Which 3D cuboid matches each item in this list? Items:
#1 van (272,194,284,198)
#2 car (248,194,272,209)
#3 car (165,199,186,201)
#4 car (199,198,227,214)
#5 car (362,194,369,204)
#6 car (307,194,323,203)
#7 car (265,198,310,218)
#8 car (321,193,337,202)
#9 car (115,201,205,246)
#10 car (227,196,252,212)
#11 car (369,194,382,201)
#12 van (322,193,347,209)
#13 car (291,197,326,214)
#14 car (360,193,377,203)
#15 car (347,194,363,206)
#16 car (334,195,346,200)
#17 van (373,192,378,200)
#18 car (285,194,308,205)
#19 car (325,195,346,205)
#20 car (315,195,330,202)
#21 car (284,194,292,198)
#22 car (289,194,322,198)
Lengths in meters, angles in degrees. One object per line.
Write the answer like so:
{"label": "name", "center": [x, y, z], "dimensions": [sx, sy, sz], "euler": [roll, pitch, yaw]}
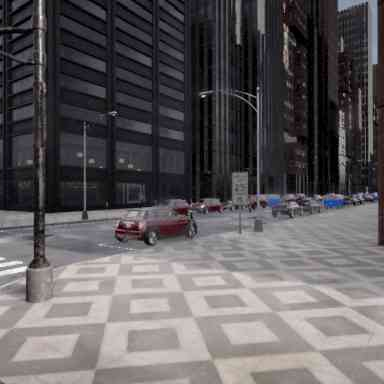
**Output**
{"label": "van", "center": [11.245, 1.248, 47.487], "dimensions": [1.690, 1.788, 3.998], "euler": [0, 0, 36]}
{"label": "car", "center": [7.971, 1.233, 42.933], "dimensions": [2.192, 1.841, 5.009], "euler": [0, 0, 36]}
{"label": "car", "center": [-1.853, 1.397, 29.270], "dimensions": [1.967, 1.590, 4.097], "euler": [0, 0, 36]}
{"label": "car", "center": [1.422, 1.383, 33.824], "dimensions": [1.967, 1.590, 4.097], "euler": [0, 0, 36]}
{"label": "car", "center": [28.001, 1.410, 56.187], "dimensions": [1.947, 1.339, 4.313], "euler": [0, 0, 36]}
{"label": "car", "center": [24.344, 1.305, 65.706], "dimensions": [1.967, 1.590, 4.097], "euler": [0, 0, 36]}
{"label": "car", "center": [8.354, 1.463, 28.862], "dimensions": [2.008, 1.369, 4.403], "euler": [0, 0, 36]}
{"label": "car", "center": [30.893, 1.162, 74.814], "dimensions": [2.192, 1.841, 5.009], "euler": [0, 0, 36]}
{"label": "car", "center": [-1.469, 1.393, 15.200], "dimensions": [1.967, 1.590, 4.097], "euler": [0, 0, 36]}
{"label": "car", "center": [4.697, 1.481, 38.379], "dimensions": [2.008, 1.369, 4.403], "euler": [0, 0, 36]}
{"label": "car", "center": [41.098, 1.248, 74.404], "dimensions": [1.967, 1.590, 4.097], "euler": [0, 0, 36]}
{"label": "van", "center": [18.177, 1.217, 42.524], "dimensions": [1.690, 1.788, 3.998], "euler": [0, 0, 36]}
{"label": "car", "center": [11.629, 1.465, 33.417], "dimensions": [1.947, 1.339, 4.313], "euler": [0, 0, 36]}
{"label": "car", "center": [34.550, 1.370, 65.296], "dimensions": [1.887, 1.381, 4.507], "euler": [0, 0, 36]}
{"label": "car", "center": [24.726, 1.420, 51.633], "dimensions": [1.947, 1.339, 4.313], "euler": [0, 0, 36]}
{"label": "car", "center": [37.443, 1.397, 83.923], "dimensions": [1.947, 1.339, 4.313], "euler": [0, 0, 36]}
{"label": "van", "center": [37.823, 1.157, 69.849], "dimensions": [1.690, 1.788, 3.998], "euler": [0, 0, 36]}
{"label": "car", "center": [17.794, 1.200, 56.596], "dimensions": [2.192, 1.841, 5.009], "euler": [0, 0, 36]}
{"label": "car", "center": [23.713, 1.352, 54.781], "dimensions": [2.128, 1.511, 4.902], "euler": [0, 0, 35]}
{"label": "car", "center": [27.619, 1.407, 70.260], "dimensions": [2.008, 1.369, 4.403], "euler": [0, 0, 36]}
{"label": "car", "center": [14.520, 1.210, 52.042], "dimensions": [2.192, 1.841, 5.009], "euler": [0, 0, 36]}
{"label": "car", "center": [14.286, 1.369, 41.676], "dimensions": [1.882, 1.535, 5.008], "euler": [0, 0, 36]}
